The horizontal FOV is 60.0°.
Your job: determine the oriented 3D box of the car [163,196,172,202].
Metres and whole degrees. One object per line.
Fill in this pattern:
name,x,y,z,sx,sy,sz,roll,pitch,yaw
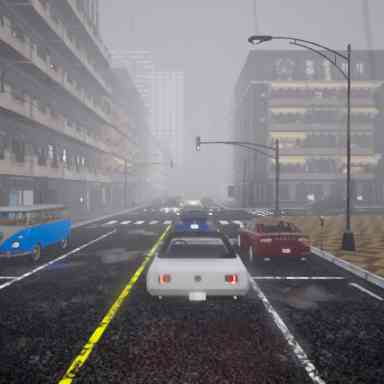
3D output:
car,-5.603,1.624,77.323,1.802,1.307,4.206,-1,0,0

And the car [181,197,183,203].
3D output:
car,-3.005,1.571,58.930,2.033,1.411,5.357,0,0,1

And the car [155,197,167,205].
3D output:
car,-5.623,1.591,60.739,1.947,1.339,4.313,0,0,0

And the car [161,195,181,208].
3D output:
car,-3.033,1.579,49.543,1.994,1.385,4.181,0,0,0

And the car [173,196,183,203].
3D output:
car,-2.917,1.539,69.290,1.837,1.490,4.892,0,0,0

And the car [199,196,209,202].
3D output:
car,2.778,1.593,77.307,2.008,1.369,4.403,-1,0,0

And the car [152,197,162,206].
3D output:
car,-5.630,1.571,55.212,2.008,1.369,4.403,0,0,0

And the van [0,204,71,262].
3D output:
van,-5.686,1.341,11.736,1.690,1.788,3.998,0,0,0

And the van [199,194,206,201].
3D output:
van,2.789,1.397,88.363,1.690,1.788,3.998,-1,0,0

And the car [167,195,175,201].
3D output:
car,-5.590,1.581,88.209,1.752,1.417,4.829,-1,0,0

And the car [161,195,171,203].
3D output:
car,-5.611,1.476,71.795,1.967,1.590,4.097,-1,0,0

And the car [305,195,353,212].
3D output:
car,14.193,1.097,34.677,4.553,1.767,2.097,-1,0,2

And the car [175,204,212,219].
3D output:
car,0.121,1.565,17.426,1.994,1.385,4.181,0,0,0

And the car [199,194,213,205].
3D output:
car,2.756,1.465,60.724,1.967,1.590,4.097,-1,0,0

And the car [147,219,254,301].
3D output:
car,0.110,1.601,8.252,1.895,1.301,4.718,0,0,0

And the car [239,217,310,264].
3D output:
car,2.696,1.545,11.725,1.887,1.381,4.507,0,0,0
